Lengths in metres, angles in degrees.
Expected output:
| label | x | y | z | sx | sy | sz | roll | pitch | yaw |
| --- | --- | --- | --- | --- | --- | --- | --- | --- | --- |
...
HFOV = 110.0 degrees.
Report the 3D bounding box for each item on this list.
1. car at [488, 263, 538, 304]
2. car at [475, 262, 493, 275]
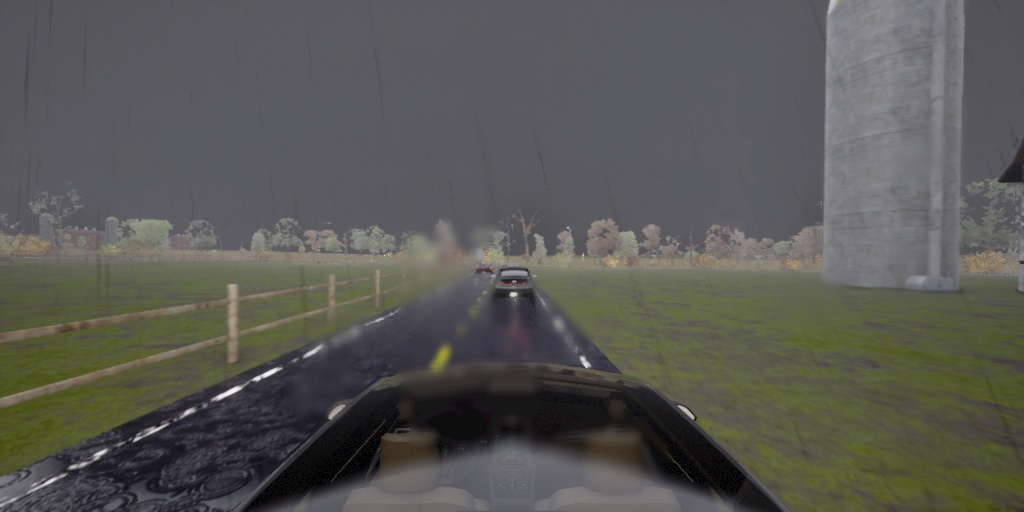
| label | x | y | z | sx | sy | sz | roll | pitch | yaw |
| --- | --- | --- | --- | --- | --- | --- | --- | --- | --- |
| car | 0.100 | 1.250 | 16.312 | 1.837 | 1.490 | 4.892 | 0 | 0 | 0 |
| car | -2.845 | 1.350 | 38.678 | 1.895 | 1.301 | 4.718 | 0 | 0 | 0 |
